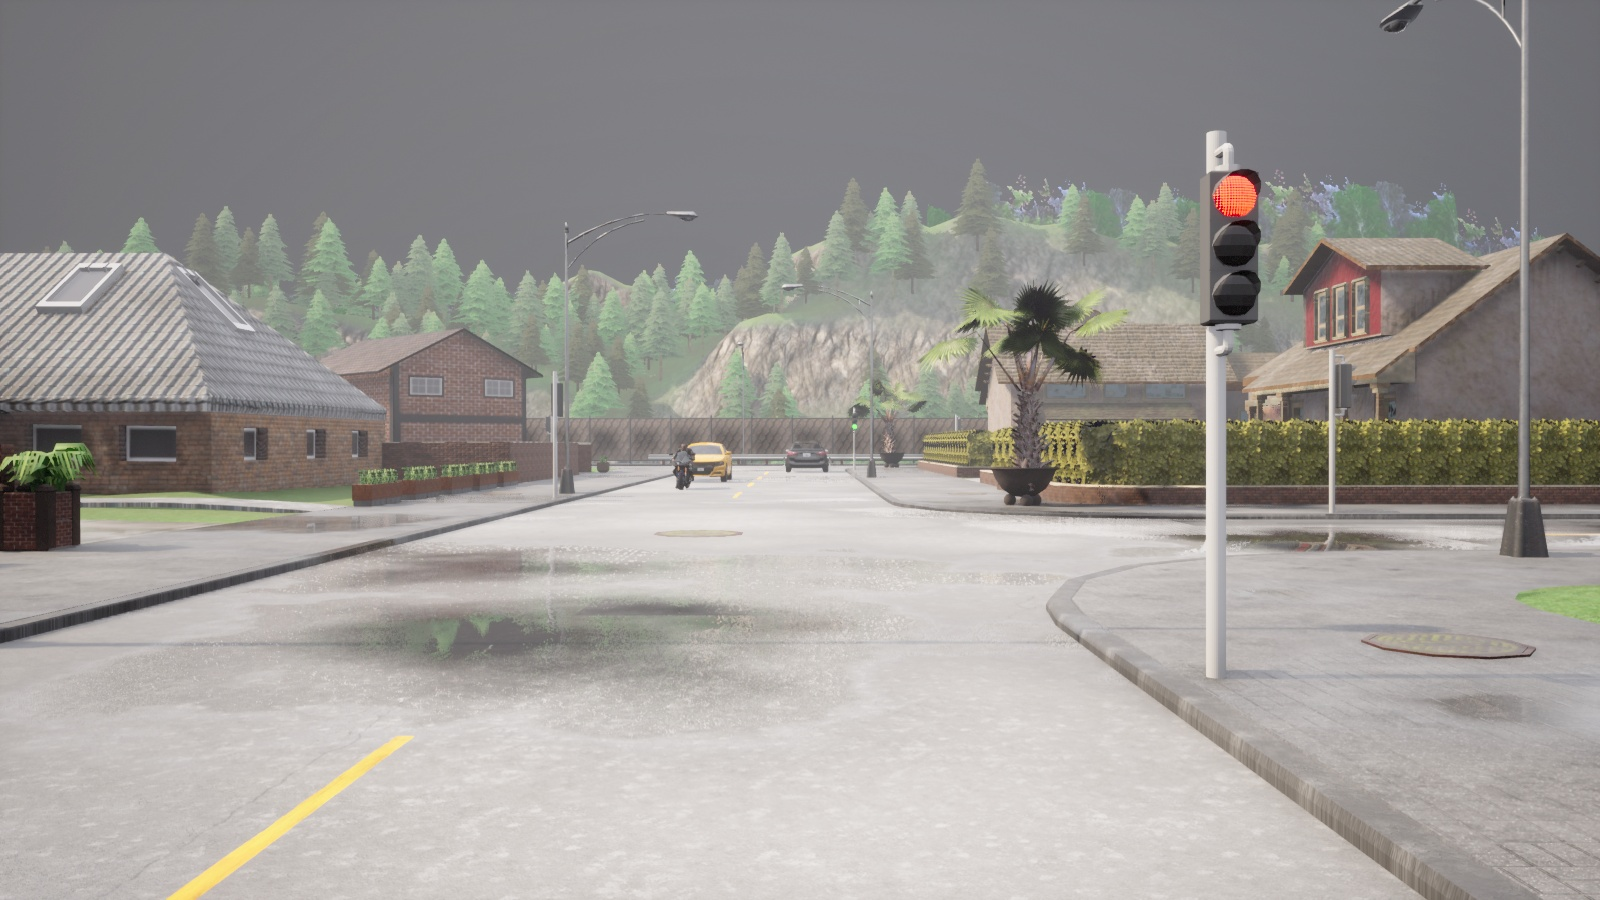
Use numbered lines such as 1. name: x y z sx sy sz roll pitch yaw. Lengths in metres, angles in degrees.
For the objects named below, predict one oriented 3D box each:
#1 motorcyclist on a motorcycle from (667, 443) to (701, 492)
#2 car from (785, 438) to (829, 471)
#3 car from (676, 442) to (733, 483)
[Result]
1. motorcyclist on a motorcycle: -3.750 0.549 40.694 0.866 1.530 2.191 0 0 1
2. car: 0.364 0.220 65.753 2.242 1.667 4.611 0 0 0
3. car: -3.719 0.441 49.599 1.882 1.535 5.008 0 0 0
